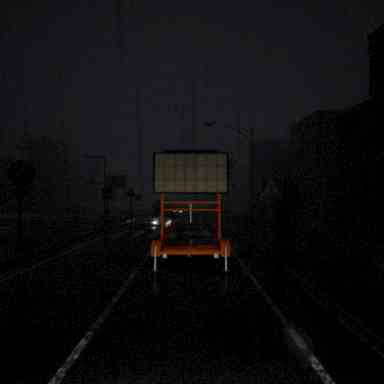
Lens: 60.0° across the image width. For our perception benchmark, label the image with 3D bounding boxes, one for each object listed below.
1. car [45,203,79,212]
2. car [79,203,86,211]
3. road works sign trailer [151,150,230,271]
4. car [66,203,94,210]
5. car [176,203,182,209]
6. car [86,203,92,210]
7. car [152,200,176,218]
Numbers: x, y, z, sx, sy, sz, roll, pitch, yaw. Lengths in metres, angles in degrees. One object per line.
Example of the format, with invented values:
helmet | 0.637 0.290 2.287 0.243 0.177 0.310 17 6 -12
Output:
car | -21.895 2.585 55.341 4.674 1.452 2.002 0 -1 0
car | -21.884 2.627 58.617 4.892 1.521 2.231 0 -1 0
road works sign trailer | -0.038 0.451 10.772 2.380 3.560 2.880 0 -1 0
car | -21.870 2.823 65.036 4.674 1.452 2.002 0 -1 0
car | -3.156 3.131 73.254 1.895 1.301 4.718 0 -1 0
car | -21.887 2.706 61.889 5.008 1.535 2.097 0 -1 0
car | -3.324 1.913 38.596 2.150 2.045 5.566 0 -1 0
